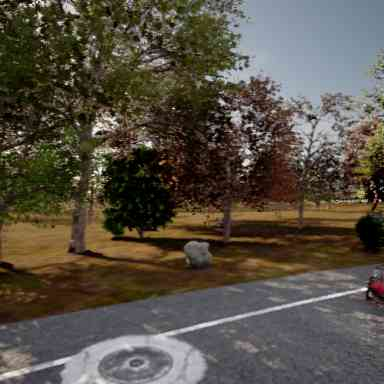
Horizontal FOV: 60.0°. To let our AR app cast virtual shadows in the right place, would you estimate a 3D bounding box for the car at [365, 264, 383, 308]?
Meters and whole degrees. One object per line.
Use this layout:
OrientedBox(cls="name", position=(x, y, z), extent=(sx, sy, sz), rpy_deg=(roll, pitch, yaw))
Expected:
OrientedBox(cls="car", position=(5.411, 1.597, 6.464), extent=(4.181, 1.385, 1.994), rpy_deg=(0, -1, -27))
